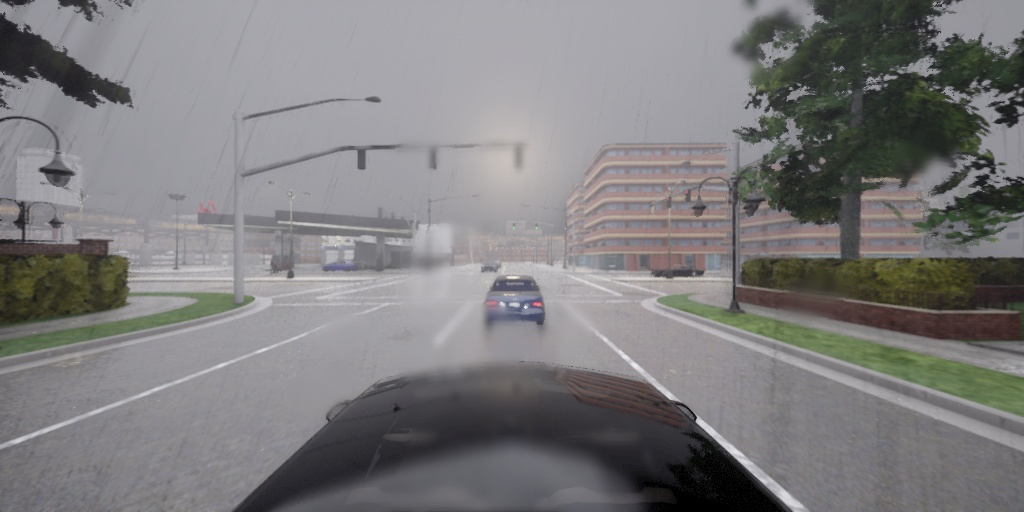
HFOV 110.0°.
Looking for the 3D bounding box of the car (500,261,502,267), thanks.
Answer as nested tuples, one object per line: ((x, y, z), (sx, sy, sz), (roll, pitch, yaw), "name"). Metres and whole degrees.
((-3.209, 1.642, 59.706), (1.994, 1.385, 4.181), (0, 0, 0), "car")

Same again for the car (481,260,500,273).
((-3.148, 1.376, 50.205), (2.097, 1.767, 4.553), (0, 0, 0), "car")

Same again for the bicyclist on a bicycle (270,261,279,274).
((-29.056, 1.416, 43.693), (0.582, 1.620, 1.656), (-10, 5, 0), "bicyclist on a bicycle")

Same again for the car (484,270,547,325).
((0.096, 1.356, 12.006), (2.033, 1.411, 5.357), (0, 0, 0), "car")

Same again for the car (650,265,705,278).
((16.296, 1.543, 35.511), (4.718, 1.301, 1.895), (0, 0, -3), "car")
